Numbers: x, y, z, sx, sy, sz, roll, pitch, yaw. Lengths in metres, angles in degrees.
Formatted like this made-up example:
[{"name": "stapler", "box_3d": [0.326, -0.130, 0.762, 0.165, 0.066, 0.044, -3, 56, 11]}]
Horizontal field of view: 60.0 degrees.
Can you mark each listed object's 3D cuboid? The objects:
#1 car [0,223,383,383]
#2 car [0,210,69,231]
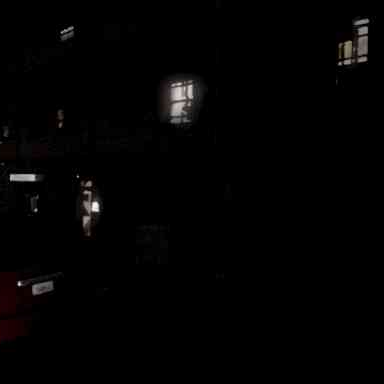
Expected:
[{"name": "car", "box_3d": [0.821, 1.309, 2.226, 5.009, 1.841, 2.192, 1, 2, 36]}, {"name": "car", "box_3d": [-3.791, 1.241, 5.516, 5.009, 1.841, 2.192, 1, 2, 36]}]
